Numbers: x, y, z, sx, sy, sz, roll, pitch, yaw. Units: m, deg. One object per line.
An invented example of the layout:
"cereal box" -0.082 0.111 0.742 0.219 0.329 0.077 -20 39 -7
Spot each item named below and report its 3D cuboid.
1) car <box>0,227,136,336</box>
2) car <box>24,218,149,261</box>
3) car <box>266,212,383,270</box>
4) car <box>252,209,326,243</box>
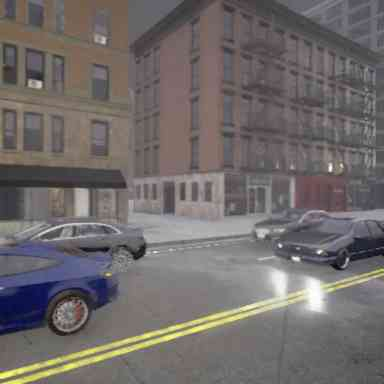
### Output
"car" -3.459 1.526 5.182 4.674 1.442 1.812 0 0 -35
"car" -3.577 1.497 9.064 4.902 1.511 2.128 0 0 -35
"car" 5.205 1.572 11.265 5.357 1.411 2.033 0 0 -35
"car" 4.810 1.520 14.975 4.902 1.511 2.128 0 0 -35
